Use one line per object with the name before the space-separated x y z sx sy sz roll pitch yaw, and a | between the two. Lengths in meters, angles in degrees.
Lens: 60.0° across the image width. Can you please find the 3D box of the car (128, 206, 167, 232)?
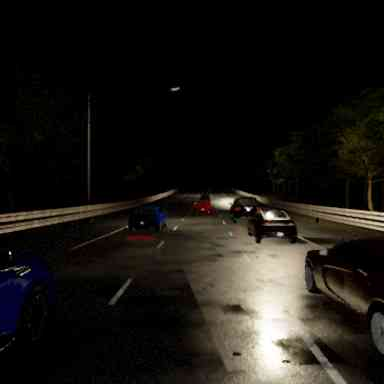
car | -2.783 1.667 21.719 1.882 1.535 5.008 0 0 2

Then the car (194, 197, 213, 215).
car | 1.271 1.652 37.361 1.882 1.535 5.008 0 0 3

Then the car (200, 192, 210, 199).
car | 2.852 0.749 73.878 2.128 1.511 4.902 0 2 2

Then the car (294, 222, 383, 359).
car | 3.561 1.536 5.997 1.882 1.535 5.008 0 -1 1

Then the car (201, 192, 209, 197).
car | 2.186 1.287 56.311 1.882 1.535 5.008 0 2 3

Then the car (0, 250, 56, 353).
car | -3.351 1.248 3.163 2.150 2.045 5.566 0 -1 1

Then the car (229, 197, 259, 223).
car | 4.376 1.437 27.790 2.150 2.045 5.566 0 0 2

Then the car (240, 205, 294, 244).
car | 3.903 1.648 16.777 2.128 1.511 4.902 0 -1 2
